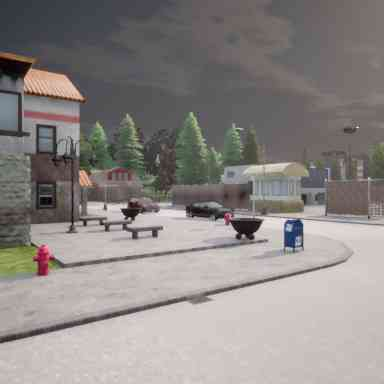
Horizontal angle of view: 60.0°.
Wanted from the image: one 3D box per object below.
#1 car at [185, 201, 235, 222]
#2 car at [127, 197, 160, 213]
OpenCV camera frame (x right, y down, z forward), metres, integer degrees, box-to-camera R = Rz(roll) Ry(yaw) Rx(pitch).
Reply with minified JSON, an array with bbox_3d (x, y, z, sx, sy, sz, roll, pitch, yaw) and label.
[{"bbox_3d":[1.388,1.478,27.018,1.882,1.535,5.008,0,0,-35],"label":"car"},{"bbox_3d":[-5.339,1.351,36.500,2.097,1.767,4.553,0,0,-35],"label":"car"}]
